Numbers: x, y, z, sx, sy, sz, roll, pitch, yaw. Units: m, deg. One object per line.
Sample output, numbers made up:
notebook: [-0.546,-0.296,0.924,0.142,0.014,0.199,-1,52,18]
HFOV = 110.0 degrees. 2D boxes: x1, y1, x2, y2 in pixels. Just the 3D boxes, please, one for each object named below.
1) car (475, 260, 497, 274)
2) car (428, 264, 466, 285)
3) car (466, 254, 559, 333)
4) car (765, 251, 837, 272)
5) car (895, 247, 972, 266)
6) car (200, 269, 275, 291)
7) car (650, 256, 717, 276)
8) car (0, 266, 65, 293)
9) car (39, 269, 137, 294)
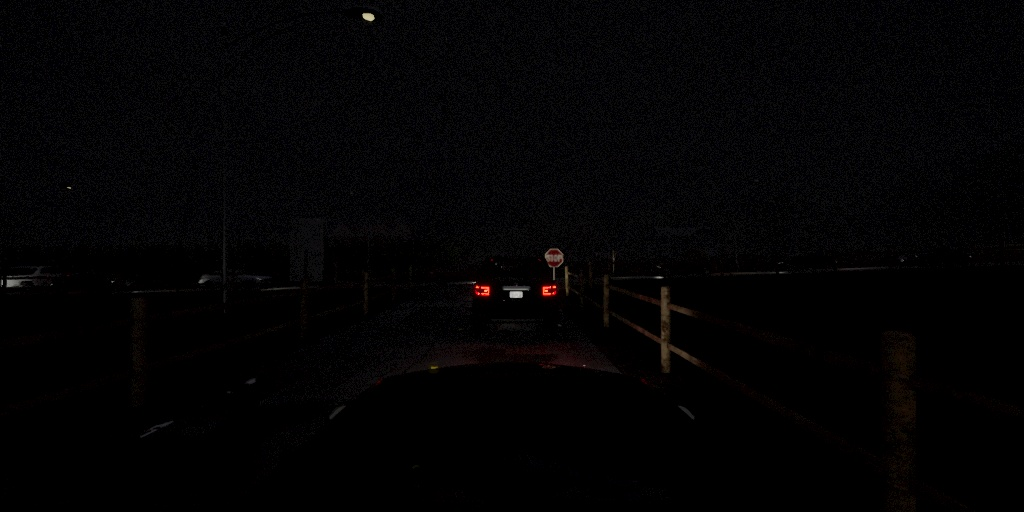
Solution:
car: [-2.936,1.220,41.218,2.128,1.511,4.902,0,0,0]
car: [-3.664,1.308,25.814,4.674,1.442,1.812,-2,-2,0]
car: [0.060,0.975,10.883,2.150,2.045,5.566,0,0,-1]
car: [23.152,0.415,28.855,5.008,1.535,1.882,-2,-2,0]
car: [33.813,0.015,28.881,4.902,1.511,2.128,-2,-2,0]
car: [-19.693,1.683,25.780,4.674,1.442,1.812,-1,-2,0]
car: [13.674,0.776,28.802,5.008,1.535,1.882,-2,-2,-1]
car: [-38.932,1.873,28.690,5.566,2.045,2.150,-1,-2,0]
car: [-29.932,1.859,25.758,4.902,1.511,2.128,-1,-2,0]
